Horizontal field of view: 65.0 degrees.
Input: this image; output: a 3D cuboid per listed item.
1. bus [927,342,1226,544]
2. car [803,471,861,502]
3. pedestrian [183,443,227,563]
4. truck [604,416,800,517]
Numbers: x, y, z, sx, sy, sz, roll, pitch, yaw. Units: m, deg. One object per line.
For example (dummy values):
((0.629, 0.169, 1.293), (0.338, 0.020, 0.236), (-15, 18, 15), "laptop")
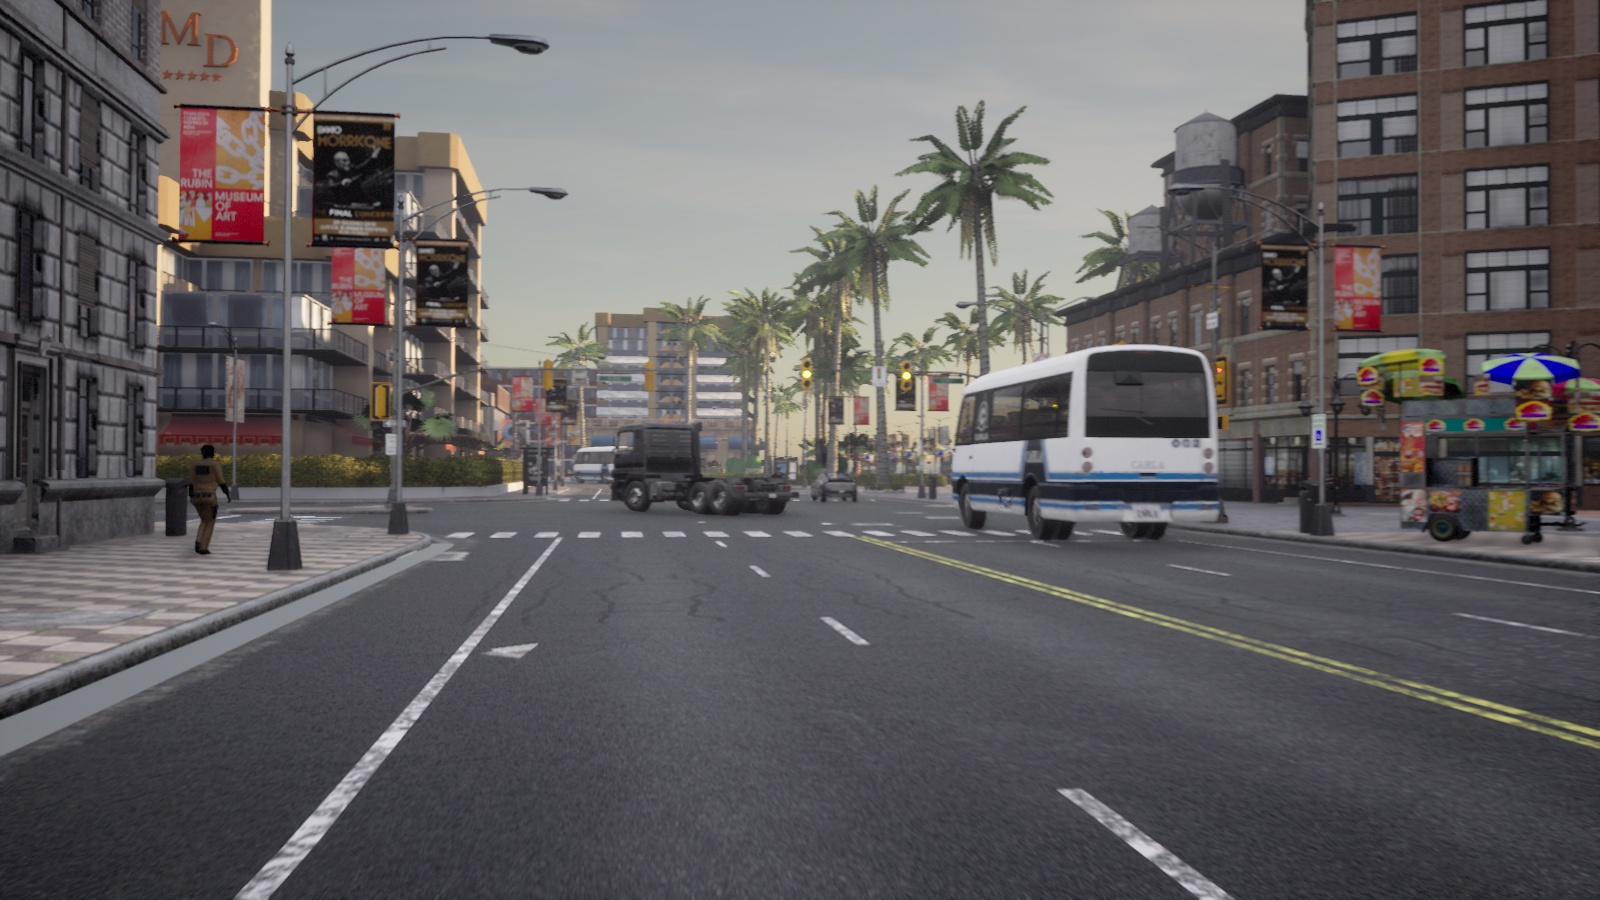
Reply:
((6.406, -0.063, 31.711), (3.944, 4.253, 10.273), (0, -1, -8), "bus")
((1.586, 1.842, 64.420), (2.128, 1.511, 4.902), (0, -1, -8), "car")
((-9.765, 0.866, 20.618), (0.396, 1.930, 0.692), (0, -1, 0), "pedestrian")
((-3.794, 0.633, 46.648), (2.891, 3.462, 7.936), (1, -1, -43), "truck")
